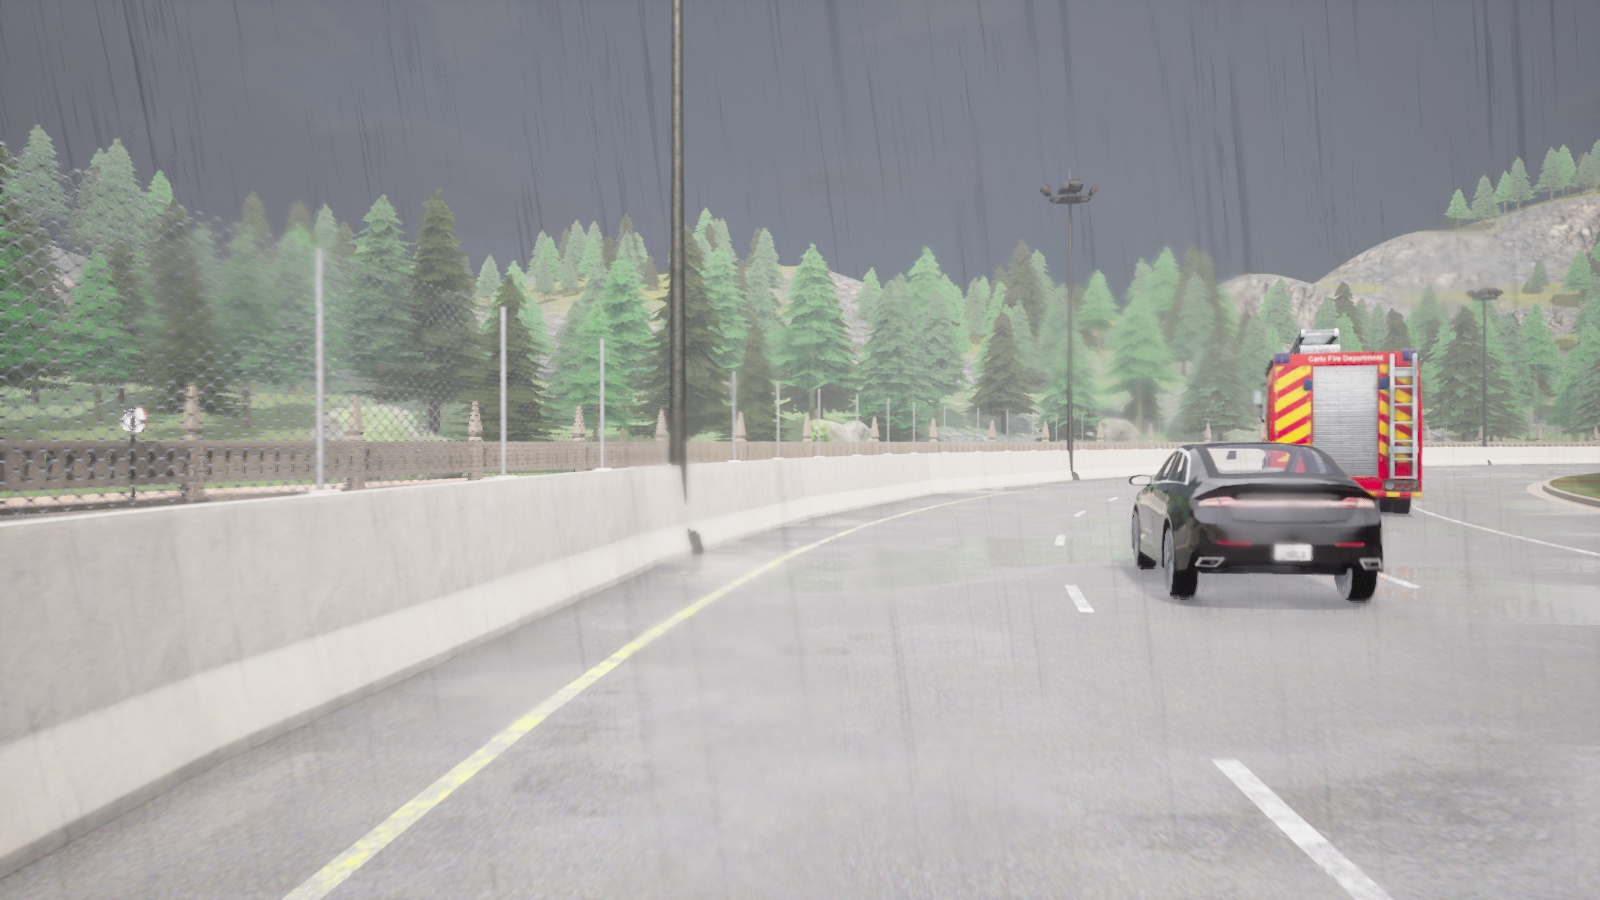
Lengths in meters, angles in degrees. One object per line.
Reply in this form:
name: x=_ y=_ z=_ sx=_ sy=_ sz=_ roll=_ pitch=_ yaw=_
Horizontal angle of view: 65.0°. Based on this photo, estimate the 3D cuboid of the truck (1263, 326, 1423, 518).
truck: x=12.493 y=-0.573 z=29.536 sx=2.891 sy=3.827 sz=8.468 roll=0 pitch=0 yaw=20

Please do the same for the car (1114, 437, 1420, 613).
car: x=4.664 y=0.631 z=13.395 sx=2.128 sy=1.511 sz=4.902 roll=0 pitch=0 yaw=9
